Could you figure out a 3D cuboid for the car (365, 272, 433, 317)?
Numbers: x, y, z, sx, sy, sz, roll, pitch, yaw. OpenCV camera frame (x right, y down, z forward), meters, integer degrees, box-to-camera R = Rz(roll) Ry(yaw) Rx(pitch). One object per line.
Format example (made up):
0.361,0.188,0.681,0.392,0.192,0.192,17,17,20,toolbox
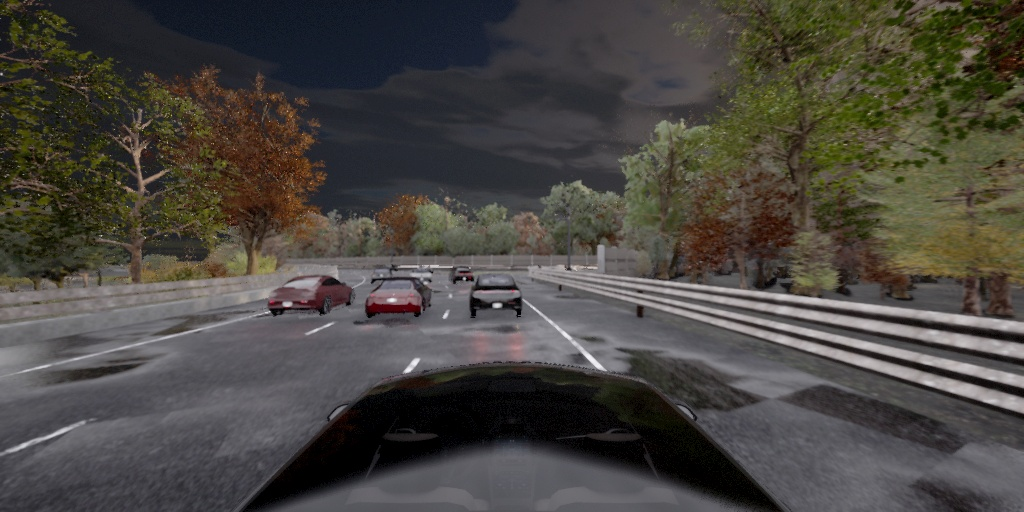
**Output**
-4.363,1.517,14.294,1.994,1.385,4.181,0,-1,-7,car

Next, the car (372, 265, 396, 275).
-12.285,1.824,34.003,2.033,1.411,5.357,0,-1,-18,car

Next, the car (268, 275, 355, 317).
-7.872,1.494,14.420,1.812,1.442,4.674,0,-1,-7,car

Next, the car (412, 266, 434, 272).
-8.929,1.877,34.841,1.895,1.301,4.718,0,-1,-18,car

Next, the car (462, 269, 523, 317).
-0.694,1.428,14.059,2.128,1.511,4.902,0,-1,-5,car

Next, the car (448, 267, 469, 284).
-4.758,1.741,33.123,1.837,1.490,4.892,0,-1,-16,car
